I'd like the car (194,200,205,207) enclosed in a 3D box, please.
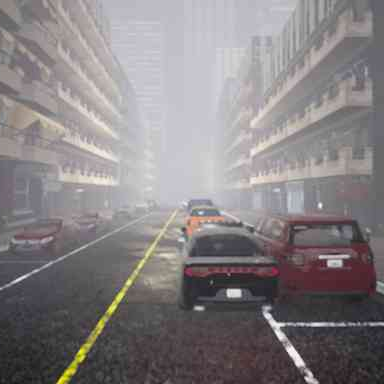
[{"bbox_3d":[1.558,2.298,70.031,1.947,1.339,4.313,-1,-1,-1],"label":"car"}]

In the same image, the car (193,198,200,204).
[{"bbox_3d":[1.192,2.410,92.437,1.967,1.590,4.097,-1,-1,-1],"label":"car"}]

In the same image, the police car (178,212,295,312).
[{"bbox_3d":[0.681,1.511,8.138,1.930,1.638,5.238,0,-1,0],"label":"police car"}]

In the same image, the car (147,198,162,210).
[{"bbox_3d":[-6.552,1.874,53.123,2.192,1.841,5.009,-1,-1,-1],"label":"car"}]

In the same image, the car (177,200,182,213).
[{"bbox_3d":[-0.692,2.064,44.317,1.895,1.301,4.718,0,-1,-1],"label":"car"}]

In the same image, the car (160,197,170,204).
[{"bbox_3d":[-7.098,2.228,86.730,2.192,1.841,5.009,-1,-1,-1],"label":"car"}]

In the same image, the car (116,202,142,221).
[{"bbox_3d":[-6.185,1.875,30.717,2.008,1.369,4.403,-1,-1,-1],"label":"car"}]

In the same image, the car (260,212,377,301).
[{"bbox_3d":[2.556,1.403,8.423,2.192,1.841,5.009,-1,-1,-1],"label":"car"}]

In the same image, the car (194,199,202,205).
[{"bbox_3d":[1.373,2.378,81.404,1.752,1.417,4.829,-1,-1,-1],"label":"car"}]

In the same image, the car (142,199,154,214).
[{"bbox_3d":[-6.367,1.992,41.919,2.008,1.369,4.403,-1,-1,-1],"label":"car"}]

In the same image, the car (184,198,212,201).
[{"bbox_3d":[0.525,1.476,24.053,2.150,2.045,5.566,0,-1,-1],"label":"car"}]

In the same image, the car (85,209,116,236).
[{"bbox_3d":[-6.002,1.789,19.514,1.802,1.307,4.206,-1,-1,-1],"label":"car"}]

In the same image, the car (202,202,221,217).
[{"bbox_3d":[2.101,1.907,36.596,1.752,1.417,4.829,-1,-1,-1],"label":"car"}]

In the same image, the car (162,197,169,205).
[{"bbox_3d":[-7.004,2.405,81.126,2.008,1.369,4.403,-1,-1,-1],"label":"car"}]

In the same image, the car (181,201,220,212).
[{"bbox_3d":[0.622,1.539,17.993,2.097,1.767,4.553,0,-1,-1],"label":"car"}]

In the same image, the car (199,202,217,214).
[{"bbox_3d":[2.013,2.004,42.026,1.947,1.339,4.313,-1,-1,-1],"label":"car"}]

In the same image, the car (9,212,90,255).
[{"bbox_3d":[-5.911,1.731,13.913,1.802,1.307,4.206,-1,-1,-1],"label":"car"}]

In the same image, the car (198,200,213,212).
[{"bbox_3d":[1.920,1.937,47.629,1.967,1.590,4.097,-1,-1,-1],"label":"car"}]
